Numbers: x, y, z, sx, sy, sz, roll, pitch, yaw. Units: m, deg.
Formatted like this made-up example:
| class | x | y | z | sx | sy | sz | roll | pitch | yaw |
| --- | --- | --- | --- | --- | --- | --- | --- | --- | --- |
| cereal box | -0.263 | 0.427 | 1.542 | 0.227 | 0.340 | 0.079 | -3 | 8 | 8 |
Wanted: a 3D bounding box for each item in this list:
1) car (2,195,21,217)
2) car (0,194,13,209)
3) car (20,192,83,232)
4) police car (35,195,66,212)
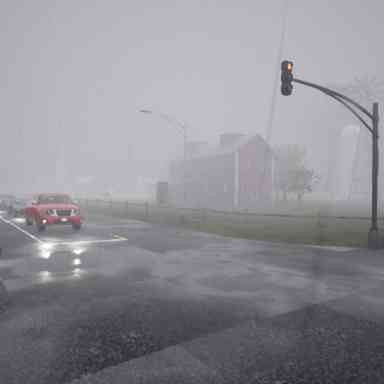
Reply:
| class | x | y | z | sx | sy | sz | roll | pitch | yaw |
| --- | --- | --- | --- | --- | --- | --- | --- | --- | --- |
| car | -14.115 | 1.280 | 27.710 | 2.033 | 1.411 | 5.357 | 2 | -1 | -36 |
| car | -19.998 | 0.992 | 35.986 | 2.097 | 1.767 | 4.553 | 2 | -1 | -35 |
| car | -8.159 | 1.050 | 19.365 | 2.150 | 2.045 | 5.566 | 2 | -1 | -35 |
| police car | -15.152 | 1.187 | 35.367 | 1.930 | 1.638 | 5.238 | 2 | -1 | -35 |
